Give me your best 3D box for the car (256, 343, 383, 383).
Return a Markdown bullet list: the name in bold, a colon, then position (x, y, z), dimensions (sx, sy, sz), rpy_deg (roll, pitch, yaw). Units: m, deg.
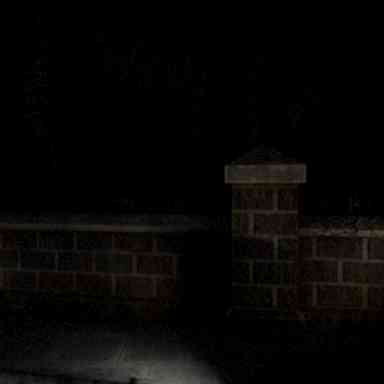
- **car**: position (2.687, 1.527, 1.920), dimensions (4.674, 1.442, 1.812), rpy_deg (0, 0, 10)
